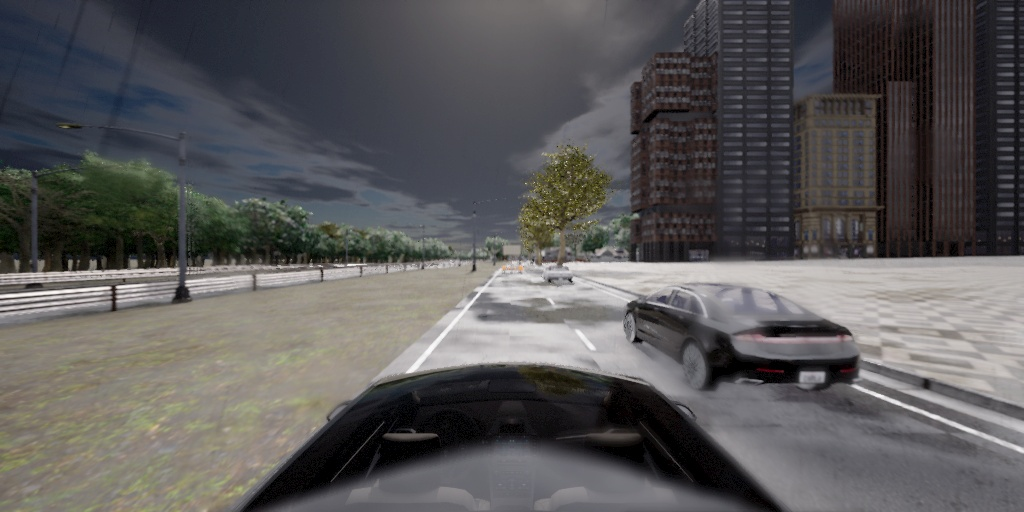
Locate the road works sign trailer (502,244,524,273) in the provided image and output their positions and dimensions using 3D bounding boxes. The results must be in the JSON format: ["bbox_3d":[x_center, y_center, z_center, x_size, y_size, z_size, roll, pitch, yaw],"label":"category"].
[{"bbox_3d":[-0.002,0.281,44.695,2.380,3.560,2.880,0,0,0],"label":"road works sign trailer"}]

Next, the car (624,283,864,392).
[{"bbox_3d":[3.600,1.248,6.719,2.128,1.511,4.902,0,0,0],"label":"car"}]

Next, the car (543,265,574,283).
[{"bbox_3d":[3.598,1.385,28.563,1.895,1.301,4.718,0,0,0],"label":"car"}]
